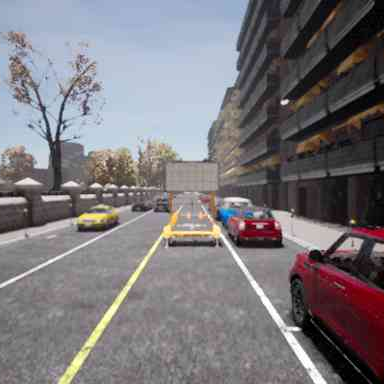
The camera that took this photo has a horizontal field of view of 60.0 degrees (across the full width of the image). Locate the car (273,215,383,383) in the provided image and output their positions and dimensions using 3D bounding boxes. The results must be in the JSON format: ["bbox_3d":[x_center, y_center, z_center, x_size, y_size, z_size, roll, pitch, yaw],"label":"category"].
[{"bbox_3d":[2.692,1.301,3.855,2.192,1.841,5.009,0,0,0],"label":"car"}]

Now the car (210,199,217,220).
[{"bbox_3d":[2.698,1.478,26.378,1.947,1.339,4.313,0,0,0],"label":"car"}]

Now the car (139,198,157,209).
[{"bbox_3d":[-5.678,1.439,43.273,1.802,1.307,4.206,0,0,0],"label":"car"}]

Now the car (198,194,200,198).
[{"bbox_3d":[2.709,1.238,71.419,1.967,1.590,4.097,0,0,0],"label":"car"}]

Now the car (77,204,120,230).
[{"bbox_3d":[-5.683,1.457,20.580,1.752,1.417,4.829,0,0,0],"label":"car"}]

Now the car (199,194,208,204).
[{"bbox_3d":[2.706,1.401,60.157,1.802,1.307,4.206,0,0,0],"label":"car"}]

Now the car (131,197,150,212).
[{"bbox_3d":[-5.679,1.441,37.642,1.947,1.339,4.313,0,0,0],"label":"car"}]

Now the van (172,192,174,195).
[{"bbox_3d":[-5.670,1.130,77.051,1.690,1.788,3.998,0,0,0],"label":"van"}]

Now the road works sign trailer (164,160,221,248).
[{"bbox_3d":[0.004,0.415,14.564,2.380,3.560,2.880,0,0,0],"label":"road works sign trailer"}]

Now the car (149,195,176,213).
[{"bbox_3d":[-3.084,1.389,35.612,1.837,1.490,4.892,0,0,0],"label":"car"}]

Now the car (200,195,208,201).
[{"bbox_3d":[2.711,1.370,77.050,1.802,1.307,4.206,0,0,0],"label":"car"}]

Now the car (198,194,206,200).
[{"bbox_3d":[2.713,1.335,88.311,1.947,1.339,4.313,0,0,0],"label":"car"}]

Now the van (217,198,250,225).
[{"bbox_3d":[2.697,1.271,20.747,1.690,1.788,3.998,0,0,0],"label":"van"}]

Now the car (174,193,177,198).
[{"bbox_3d":[-5.667,1.335,88.312,1.947,1.339,4.313,0,0,0],"label":"car"}]

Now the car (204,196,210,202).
[{"bbox_3d":[2.701,1.420,37.639,1.887,1.381,4.507,0,0,0],"label":"car"}]

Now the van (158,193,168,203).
[{"bbox_3d":[-5.672,1.150,65.790,1.690,1.788,3.998,0,0,0],"label":"van"}]

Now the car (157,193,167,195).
[{"bbox_3d":[-5.675,1.269,54.529,1.967,1.590,4.097,0,0,0],"label":"car"}]

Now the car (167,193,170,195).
[{"bbox_3d":[-5.674,1.134,60.159,2.192,1.841,5.009,0,0,0],"label":"car"}]

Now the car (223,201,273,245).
[{"bbox_3d":[2.695,1.389,15.116,1.967,1.590,4.097,0,0,0],"label":"car"}]

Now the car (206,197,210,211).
[{"bbox_3d":[2.699,1.444,32.009,2.008,1.369,4.403,0,0,0],"label":"car"}]
